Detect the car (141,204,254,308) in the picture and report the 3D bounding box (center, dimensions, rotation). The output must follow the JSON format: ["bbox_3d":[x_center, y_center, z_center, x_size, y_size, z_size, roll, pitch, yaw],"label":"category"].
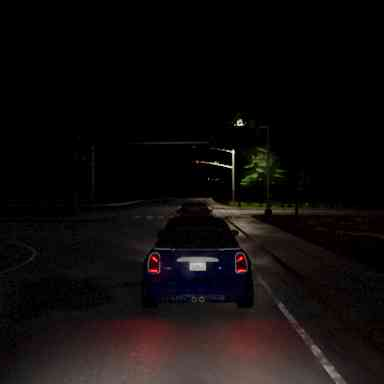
[{"bbox_3d":[0.101,1.344,8.060,2.097,1.767,4.553,0,0,0],"label":"car"}]

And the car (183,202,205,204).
[{"bbox_3d":[0.106,1.330,18.181,2.097,1.767,4.553,0,0,0],"label":"car"}]
